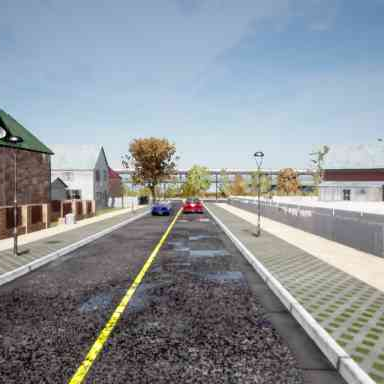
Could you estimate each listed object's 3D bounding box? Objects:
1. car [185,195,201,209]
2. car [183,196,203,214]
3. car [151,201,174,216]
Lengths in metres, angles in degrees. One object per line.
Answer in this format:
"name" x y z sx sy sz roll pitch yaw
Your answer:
"car" 0.098 1.354 45.108 2.097 1.767 4.553 0 0 0
"car" 0.096 1.346 35.347 2.097 1.767 4.553 0 0 0
"car" -2.823 1.593 32.081 1.895 1.301 4.718 0 0 1
